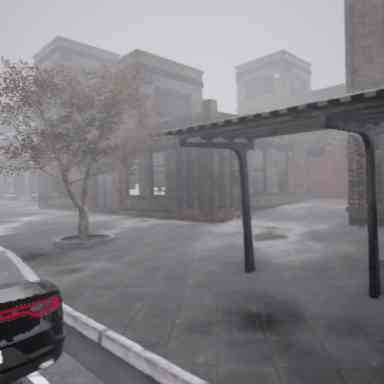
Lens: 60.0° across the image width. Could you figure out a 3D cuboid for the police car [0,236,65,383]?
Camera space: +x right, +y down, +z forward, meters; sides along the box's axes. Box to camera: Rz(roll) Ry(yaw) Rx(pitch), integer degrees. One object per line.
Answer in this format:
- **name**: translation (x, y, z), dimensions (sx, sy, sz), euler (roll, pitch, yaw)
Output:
- **police car**: translation (-3.752, 1.407, 4.985), dimensions (1.930, 1.638, 5.238), euler (-2, 1, -45)
